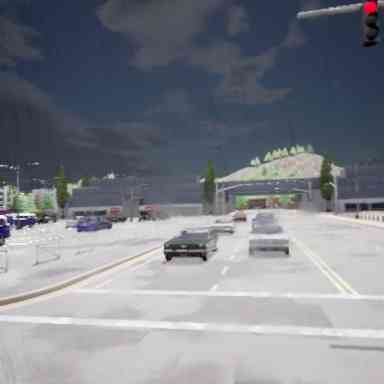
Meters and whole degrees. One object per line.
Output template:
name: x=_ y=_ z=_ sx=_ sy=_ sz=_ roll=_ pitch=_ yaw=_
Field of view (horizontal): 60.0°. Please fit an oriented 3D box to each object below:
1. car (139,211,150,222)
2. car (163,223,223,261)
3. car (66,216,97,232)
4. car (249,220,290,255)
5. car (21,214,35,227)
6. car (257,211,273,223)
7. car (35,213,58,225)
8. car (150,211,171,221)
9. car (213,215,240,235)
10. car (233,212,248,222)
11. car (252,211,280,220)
car: x=-8.035 y=4.252 z=59.066 sx=1.905 sy=1.878 sz=3.866 roll=-2 pitch=-3 yaw=12
car: x=0.107 y=2.402 z=15.880 sx=1.895 sy=1.301 sz=4.718 roll=-2 pitch=-3 yaw=12
car: x=-14.321 y=3.888 z=42.549 sx=1.970 sy=1.475 sz=3.806 roll=-2 pitch=-3 yaw=12
car: x=3.905 y=2.342 z=16.947 sx=1.895 sy=1.301 sz=4.718 roll=-2 pitch=-3 yaw=12
car: x=-30.045 y=5.353 z=63.700 sx=1.970 sy=1.475 sz=3.806 roll=-2 pitch=-3 yaw=12
car: x=10.556 y=3.528 z=48.162 sx=2.128 sy=1.511 sz=4.902 roll=-2 pitch=-3 yaw=12
car: x=-27.224 y=5.003 z=63.100 sx=1.905 sy=1.878 sz=3.866 roll=-2 pitch=-3 yaw=12
car: x=-5.217 y=4.136 z=58.413 sx=1.932 sy=1.855 sz=4.605 roll=-2 pitch=-3 yaw=12
car: x=2.805 y=2.935 z=28.716 sx=1.895 sy=1.301 sz=4.718 roll=-2 pitch=-3 yaw=12
car: x=7.165 y=3.656 z=49.025 sx=1.882 sy=1.535 sz=5.008 roll=-2 pitch=-3 yaw=12
car: x=6.171 y=2.543 z=27.761 sx=2.097 sy=1.767 sz=4.553 roll=-2 pitch=-3 yaw=12
